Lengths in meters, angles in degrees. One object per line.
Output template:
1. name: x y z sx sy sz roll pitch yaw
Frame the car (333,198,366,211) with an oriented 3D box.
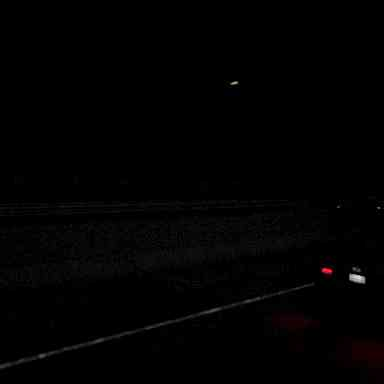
1. car: 17.984 1.388 37.558 4.902 1.511 2.128 -1 0 -34

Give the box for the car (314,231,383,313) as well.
1. car: 4.912 1.544 7.195 5.357 1.411 2.033 0 0 -35

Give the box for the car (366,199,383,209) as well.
1. car: 20.828 1.452 35.244 4.181 1.385 1.994 -1 0 -33
